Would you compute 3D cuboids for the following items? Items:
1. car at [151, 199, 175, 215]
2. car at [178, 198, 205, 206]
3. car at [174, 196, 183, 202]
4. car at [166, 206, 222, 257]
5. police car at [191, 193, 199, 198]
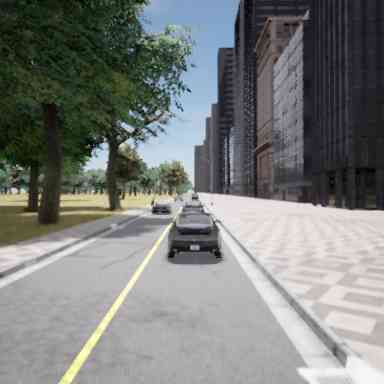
[{"bbox_3d":[-3.091,1.628,34.575,1.895,1.301,4.718,0,0,0],"label":"car"},{"bbox_3d":[0.099,1.513,28.771,2.128,1.511,4.902,0,0,0],"label":"car"},{"bbox_3d":[-2.986,1.564,75.937,1.994,1.385,4.181,0,0,0],"label":"car"},{"bbox_3d":[0.095,1.514,12.957,1.837,1.490,4.892,0,0,0],"label":"car"},{"bbox_3d":[0.917,1.540,92.658,1.930,1.638,5.238,0,0,0],"label":"police car"}]
